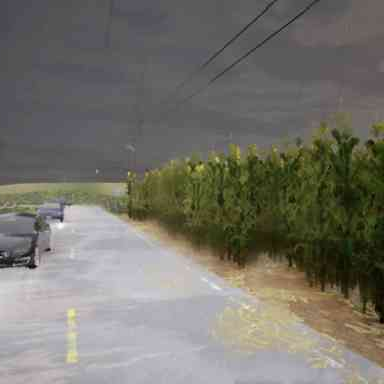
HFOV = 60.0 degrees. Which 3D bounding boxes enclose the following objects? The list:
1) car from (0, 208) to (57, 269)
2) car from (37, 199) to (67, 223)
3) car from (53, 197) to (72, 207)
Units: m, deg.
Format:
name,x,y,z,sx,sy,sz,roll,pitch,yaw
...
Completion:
name,x,y,z,sx,sy,sz,roll,pitch,yaw
car,-5.820,1.501,10.967,1.837,1.490,4.892,0,0,-16
car,-10.820,1.518,25.608,1.812,1.442,4.674,0,0,-19
car,-19.871,1.495,50.307,1.837,1.490,4.892,0,0,-41
